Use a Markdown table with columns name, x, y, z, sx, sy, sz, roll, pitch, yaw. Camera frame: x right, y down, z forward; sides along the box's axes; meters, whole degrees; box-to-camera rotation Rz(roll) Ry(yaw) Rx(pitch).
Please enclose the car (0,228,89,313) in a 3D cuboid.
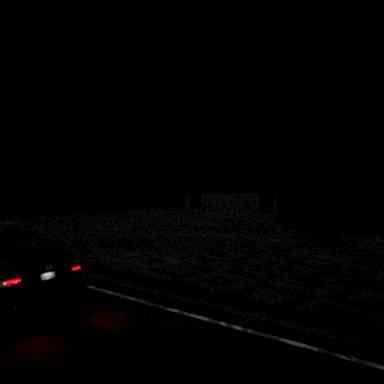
| name | x | y | z | sx | sy | sz | roll | pitch | yaw |
| --- | --- | --- | --- | --- | --- | --- | --- | --- | --- |
| car | -4.562 | 1.526 | 7.417 | 5.357 | 1.411 | 2.033 | 0 | 0 | 37 |
